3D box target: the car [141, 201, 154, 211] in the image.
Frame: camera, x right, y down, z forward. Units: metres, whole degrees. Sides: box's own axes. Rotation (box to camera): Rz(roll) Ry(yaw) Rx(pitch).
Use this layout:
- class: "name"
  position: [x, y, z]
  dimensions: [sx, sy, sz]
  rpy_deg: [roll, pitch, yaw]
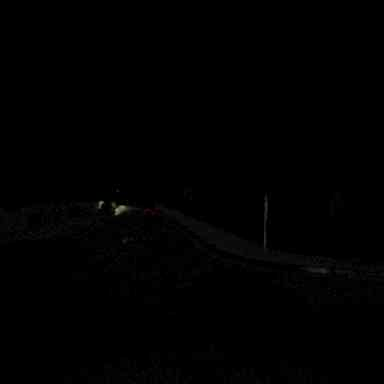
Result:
- class: "car"
  position: [-7.284, 2.333, 54.987]
  dimensions: [1.882, 1.535, 5.008]
  rpy_deg: [0, -1, -9]

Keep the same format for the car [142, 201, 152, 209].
- class: "car"
  position: [-8.843, 2.565, 65.288]
  dimensions: [1.837, 1.490, 4.892]
  rpy_deg: [0, -1, -9]
